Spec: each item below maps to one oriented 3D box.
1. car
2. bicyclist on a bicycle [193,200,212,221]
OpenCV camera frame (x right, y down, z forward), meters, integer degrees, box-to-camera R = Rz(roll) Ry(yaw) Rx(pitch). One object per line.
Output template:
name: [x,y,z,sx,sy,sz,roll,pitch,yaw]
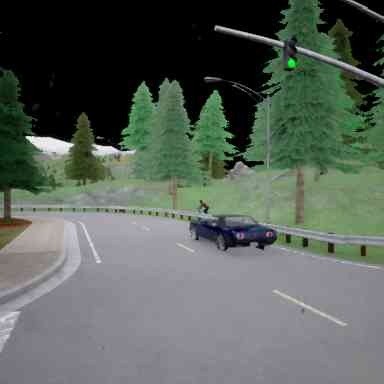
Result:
car: [1.462,1.588,14.022,1.895,1.301,4.718,0,0,-20]
bicyclist on a bicycle: [0.840,1.432,25.529,1.656,1.620,0.582,-1,2,-20]
